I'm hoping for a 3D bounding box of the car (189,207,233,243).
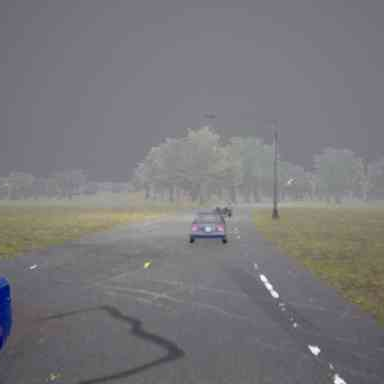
[{"bbox_3d":[0.900,1.766,17.549,2.033,1.411,5.357,0,-1,4],"label":"car"}]

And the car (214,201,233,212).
[{"bbox_3d":[3.672,1.855,38.660,2.097,1.767,4.553,0,-1,10],"label":"car"}]

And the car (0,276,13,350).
[{"bbox_3d":[-3.379,1.500,2.428,1.882,1.535,5.008,0,-1,1],"label":"car"}]
